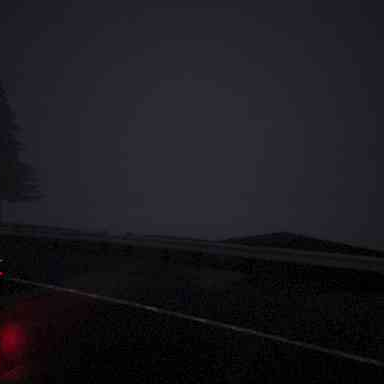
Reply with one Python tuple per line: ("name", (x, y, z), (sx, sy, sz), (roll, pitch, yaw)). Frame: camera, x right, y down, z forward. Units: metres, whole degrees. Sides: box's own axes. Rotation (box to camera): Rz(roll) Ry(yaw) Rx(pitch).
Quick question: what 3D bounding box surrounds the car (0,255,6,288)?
("car", (-6.087, 1.576, 7.376), (4.674, 1.442, 1.812), (0, 0, 29))
